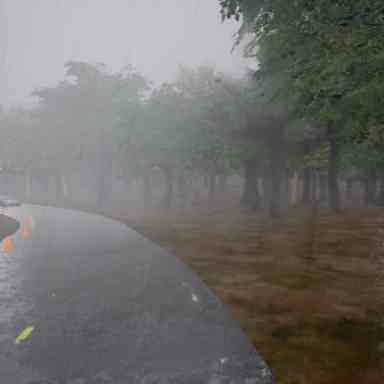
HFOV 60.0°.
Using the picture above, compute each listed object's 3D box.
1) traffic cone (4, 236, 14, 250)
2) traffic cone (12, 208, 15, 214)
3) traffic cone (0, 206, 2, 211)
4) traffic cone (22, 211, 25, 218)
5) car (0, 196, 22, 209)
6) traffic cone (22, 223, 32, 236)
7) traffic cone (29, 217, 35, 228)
[{"bbox_3d":[-7.997,2.211,14.489,0.340,0.580,0.340,-1,0,-19],"label":"traffic cone"},{"bbox_3d":[-19.034,2.040,35.486,0.340,0.580,0.340,-3,3,-42],"label":"traffic cone"},{"bbox_3d":[-22.348,1.918,38.844,0.340,0.580,0.340,2,4,42],"label":"traffic cone"},{"bbox_3d":[-16.078,2.134,31.807,0.340,0.580,0.340,-2,2,-36],"label":"traffic cone"},{"bbox_3d":[-24.174,1.297,43.232,5.357,1.411,2.033,2,4,38],"label":"car"},{"bbox_3d":[-9.629,2.239,19.216,0.340,0.580,0.340,-1,0,-19],"label":"traffic cone"},{"bbox_3d":[-11.357,2.235,23.645,0.340,0.580,0.340,-2,1,-24],"label":"traffic cone"}]
